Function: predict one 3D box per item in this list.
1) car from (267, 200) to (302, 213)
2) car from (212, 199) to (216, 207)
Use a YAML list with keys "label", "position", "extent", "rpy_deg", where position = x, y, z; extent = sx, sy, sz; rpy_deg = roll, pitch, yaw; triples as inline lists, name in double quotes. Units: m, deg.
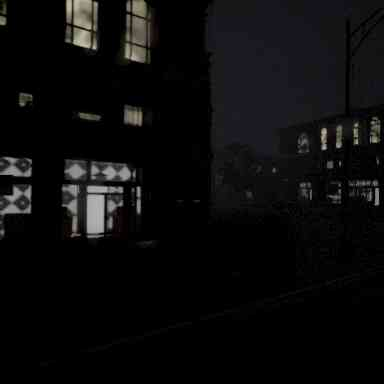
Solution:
- label: "car"
  position: [10.312, 1.598, 37.414]
  extent: [2.008, 1.369, 4.403]
  rpy_deg: [1, -1, -28]
- label: "car"
  position: [2.177, 1.599, 52.861]
  extent: [1.887, 1.381, 4.507]
  rpy_deg: [1, -1, -28]
